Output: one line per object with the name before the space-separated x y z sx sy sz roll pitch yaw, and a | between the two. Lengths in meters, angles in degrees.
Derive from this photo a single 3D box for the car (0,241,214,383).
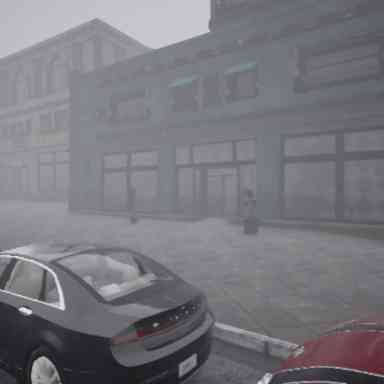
car | -2.010 1.455 4.753 4.892 1.521 2.231 0 0 36
